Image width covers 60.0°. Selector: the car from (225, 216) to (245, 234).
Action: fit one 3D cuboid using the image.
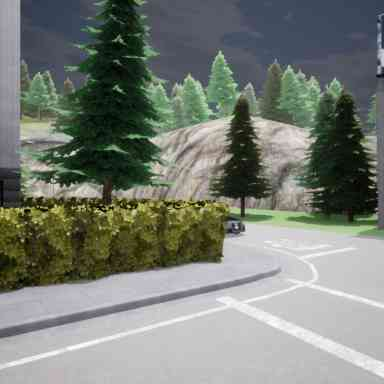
[{"bbox_3d":[1.079,1.740,19.501,1.994,1.385,4.181,0,0,-42],"label":"car"}]
